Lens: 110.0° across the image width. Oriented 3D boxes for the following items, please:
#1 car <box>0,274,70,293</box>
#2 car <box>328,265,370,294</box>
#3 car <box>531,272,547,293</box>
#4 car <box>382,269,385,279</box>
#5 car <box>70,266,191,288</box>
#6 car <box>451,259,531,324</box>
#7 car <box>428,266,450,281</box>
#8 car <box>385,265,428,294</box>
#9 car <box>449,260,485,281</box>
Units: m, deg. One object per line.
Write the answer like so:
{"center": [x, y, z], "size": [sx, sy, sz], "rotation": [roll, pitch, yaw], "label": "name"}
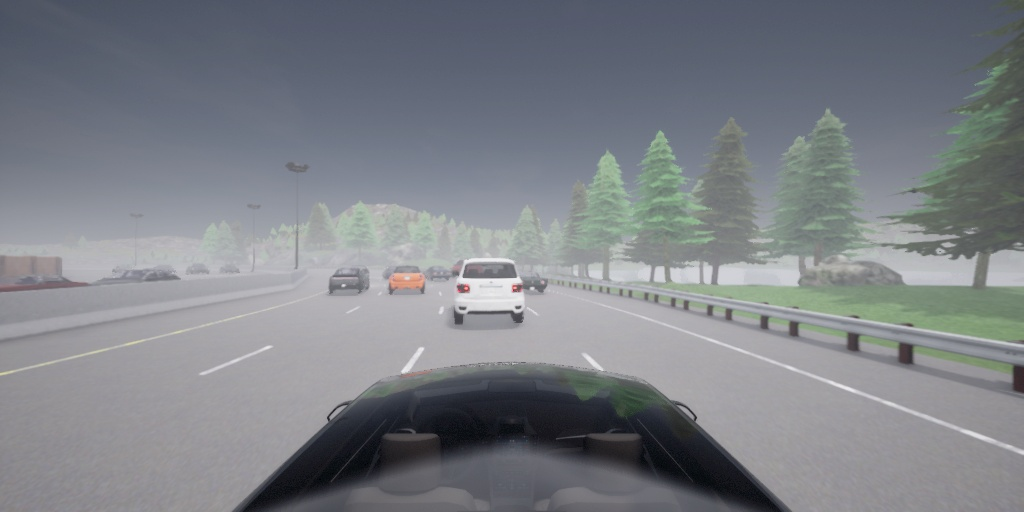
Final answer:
{"center": [-23.261, 1.570, 17.123], "size": [1.895, 1.301, 4.718], "rotation": [0, -1, -15], "label": "car"}
{"center": [-10.212, 1.515, 22.699], "size": [2.128, 1.511, 4.902], "rotation": [0, -1, -16], "label": "car"}
{"center": [0.620, 1.613, 22.864], "size": [1.895, 1.301, 4.718], "rotation": [0, -1, -14], "label": "car"}
{"center": [-12.561, 1.783, 38.143], "size": [1.994, 1.385, 4.181], "rotation": [0, -1, -26], "label": "car"}
{"center": [-20.389, 1.488, 19.563], "size": [2.128, 1.511, 4.902], "rotation": [0, -1, -16], "label": "car"}
{"center": [-0.942, 1.113, 12.865], "size": [2.150, 2.045, 5.566], "rotation": [0, 0, -7], "label": "car"}
{"center": [-7.742, 1.738, 36.389], "size": [2.033, 1.411, 5.357], "rotation": [0, -1, -25], "label": "car"}
{"center": [-6.729, 1.376, 23.150], "size": [2.097, 1.767, 4.553], "rotation": [0, -1, -15], "label": "car"}
{"center": [-4.913, 1.435, 38.400], "size": [2.150, 2.045, 5.566], "rotation": [0, -1, -25], "label": "car"}
